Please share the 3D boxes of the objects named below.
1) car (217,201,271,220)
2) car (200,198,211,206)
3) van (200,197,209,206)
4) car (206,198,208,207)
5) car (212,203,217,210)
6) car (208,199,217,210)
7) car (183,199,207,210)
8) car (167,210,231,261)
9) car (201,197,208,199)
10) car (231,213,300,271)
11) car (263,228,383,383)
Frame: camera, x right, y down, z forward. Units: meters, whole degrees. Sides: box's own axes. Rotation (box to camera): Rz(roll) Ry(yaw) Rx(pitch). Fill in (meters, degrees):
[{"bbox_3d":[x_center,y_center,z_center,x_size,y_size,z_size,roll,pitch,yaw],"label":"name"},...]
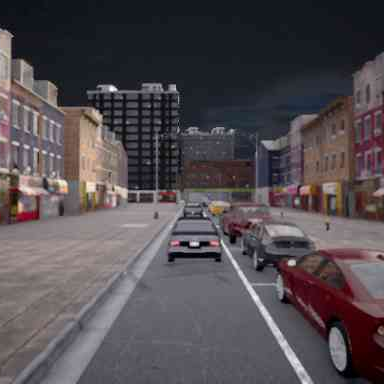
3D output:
[{"bbox_3d":[2.649,1.416,16.369,2.192,1.841,5.009,1,0,0],"label":"car"},{"bbox_3d":[2.654,1.978,65.627,1.967,1.590,4.097,0,-1,0],"label":"car"},{"bbox_3d":[2.655,1.938,71.103,1.690,1.788,3.998,0,-1,0],"label":"van"},{"bbox_3d":[3.031,1.826,42.074,1.812,1.442,4.674,0,-1,0],"label":"car"},{"bbox_3d":[2.648,1.689,21.840,2.008,1.369,4.403,1,0,0],"label":"car"},{"bbox_3d":[3.021,1.717,35.074,1.882,1.535,5.008,0,0,0],"label":"car"},{"bbox_3d":[0.099,1.712,32.816,2.128,1.511,4.902,0,0,0],"label":"car"},{"bbox_3d":[0.086,1.624,12.490,2.033,1.411,5.357,0,0,0],"label":"car"},{"bbox_3d":[2.651,1.987,54.679,1.947,1.339,4.313,0,-1,0],"label":"car"},{"bbox_3d":[2.647,1.617,10.893,2.008,1.369,4.403,1,0,0],"label":"car"},{"bbox_3d":[2.646,1.577,5.420,1.887,1.381,4.507,1,0,0],"label":"car"}]
